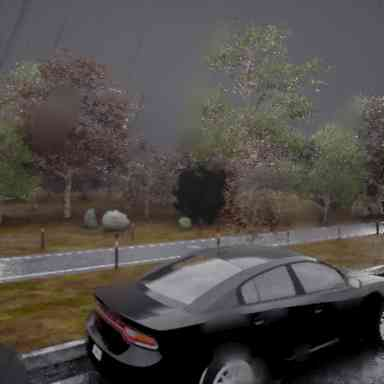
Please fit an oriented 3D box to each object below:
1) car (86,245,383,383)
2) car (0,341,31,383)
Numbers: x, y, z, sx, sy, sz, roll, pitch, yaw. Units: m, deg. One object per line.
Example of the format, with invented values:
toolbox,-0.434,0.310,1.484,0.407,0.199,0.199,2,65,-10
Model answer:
car,1.087,1.527,4.825,5.008,1.535,2.097,1,0,-33
car,-3.428,1.500,1.612,4.892,1.521,2.231,1,-1,-33
